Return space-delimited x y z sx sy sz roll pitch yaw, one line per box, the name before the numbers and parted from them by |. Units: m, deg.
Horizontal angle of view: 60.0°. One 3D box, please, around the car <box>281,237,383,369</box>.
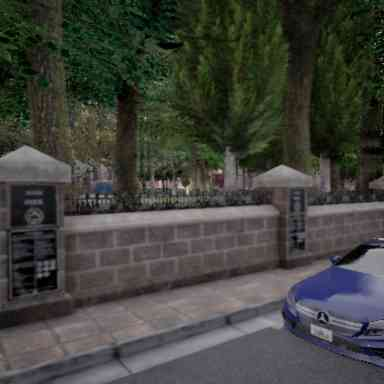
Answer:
car | 3.532 1.532 5.574 4.674 1.442 1.812 0 0 -36
